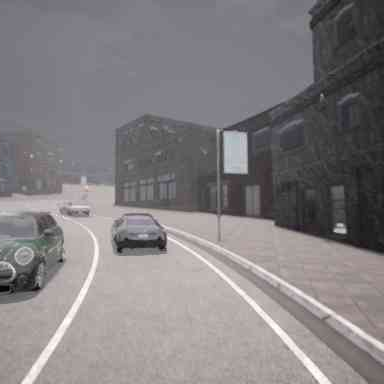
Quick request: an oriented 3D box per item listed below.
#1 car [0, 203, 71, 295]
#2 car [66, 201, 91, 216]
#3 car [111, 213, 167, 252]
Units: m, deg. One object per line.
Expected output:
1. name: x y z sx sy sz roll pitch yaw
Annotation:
1. car: -4.717 1.338 8.732 2.097 1.767 4.553 0 0 -12
2. car: -11.315 1.534 31.947 1.895 1.301 4.718 3 -1 -34
3. car: -2.353 1.580 14.154 1.994 1.385 4.181 1 0 -16
